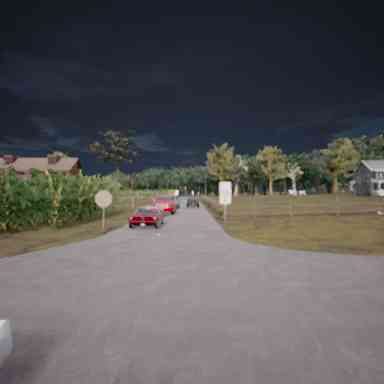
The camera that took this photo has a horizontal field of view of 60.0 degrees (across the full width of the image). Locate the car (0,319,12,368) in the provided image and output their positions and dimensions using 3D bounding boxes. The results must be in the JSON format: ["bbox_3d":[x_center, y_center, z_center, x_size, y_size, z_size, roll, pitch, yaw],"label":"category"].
[{"bbox_3d":[-2.875,1.602,1.388,1.895,1.301,4.718,0,0,-1],"label":"car"}]

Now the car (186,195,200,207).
[{"bbox_3d":[0.134,1.560,51.091,1.837,1.490,4.892,0,-1,0],"label":"car"}]

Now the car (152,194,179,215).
[{"bbox_3d":[-2.827,1.254,34.633,2.150,2.045,5.566,0,1,0],"label":"car"}]

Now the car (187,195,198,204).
[{"bbox_3d":[0.057,1.428,64.473,2.097,1.767,4.553,0,0,0],"label":"car"}]

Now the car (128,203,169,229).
[{"bbox_3d":[-2.869,1.626,21.835,1.895,1.301,4.718,0,0,1],"label":"car"}]
